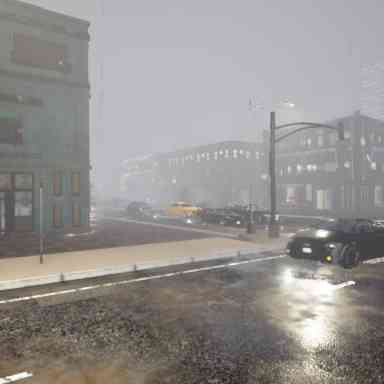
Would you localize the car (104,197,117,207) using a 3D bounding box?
[{"bbox_3d":[-14.566,1.940,64.278,2.192,1.841,5.009,-1,0,-35],"label":"car"}]

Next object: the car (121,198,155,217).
[{"bbox_3d":[-5.752,1.846,36.735,1.967,1.590,4.097,-1,0,-35],"label":"car"}]

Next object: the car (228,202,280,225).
[{"bbox_3d":[4.769,1.702,26.075,2.128,1.511,4.902,-1,0,-33],"label":"car"}]

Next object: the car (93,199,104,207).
[{"bbox_3d":[-19.488,2.190,66.864,2.128,1.511,4.902,-1,0,-35],"label":"car"}]

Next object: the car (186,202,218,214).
[{"bbox_3d":[1.150,1.903,41.494,1.802,1.307,4.206,-1,0,-35],"label":"car"}]

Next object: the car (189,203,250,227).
[{"bbox_3d":[2.028,1.814,25.242,1.947,1.339,4.313,-1,0,-35],"label":"car"}]

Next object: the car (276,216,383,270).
[{"bbox_3d":[5.090,1.563,11.123,4.181,1.385,1.994,0,0,-35],"label":"car"}]

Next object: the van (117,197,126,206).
[{"bbox_3d":[-11.424,1.907,59.721,1.690,1.788,3.998,-1,0,-35],"label":"van"}]

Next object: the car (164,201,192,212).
[{"bbox_3d":[-1.991,1.966,46.050,1.802,1.307,4.206,-1,0,-35],"label":"car"}]

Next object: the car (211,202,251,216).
[{"bbox_3d":[4.291,1.809,36.937,2.008,1.369,4.403,-2,0,-35],"label":"car"}]

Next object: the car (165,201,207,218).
[{"bbox_3d":[-0.917,1.803,34.305,1.882,1.535,5.008,-1,0,-34],"label":"car"}]

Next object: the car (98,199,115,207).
[{"bbox_3d":[-17.703,2.228,68.835,1.887,1.381,4.507,-1,0,-35],"label":"car"}]
